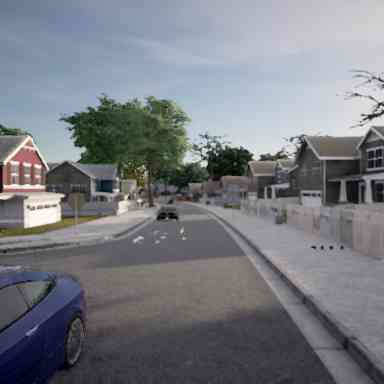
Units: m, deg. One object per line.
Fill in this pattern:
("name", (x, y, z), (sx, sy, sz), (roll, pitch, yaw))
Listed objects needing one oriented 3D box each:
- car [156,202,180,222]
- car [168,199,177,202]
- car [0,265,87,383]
("car", (-2.048, 1.857, 29.346), (1.895, 1.301, 4.718), (0, -1, -1))
("car", (-3.230, 1.997, 54.834), (1.837, 1.490, 4.892), (0, 0, -4))
("car", (-2.474, 1.558, 3.100), (1.812, 1.442, 4.674), (0, 0, 3))
